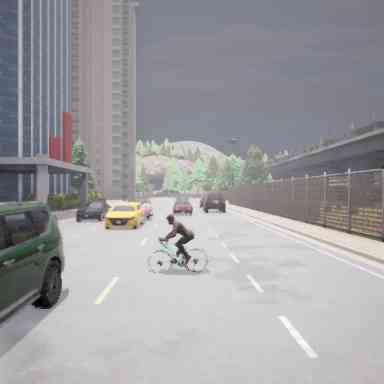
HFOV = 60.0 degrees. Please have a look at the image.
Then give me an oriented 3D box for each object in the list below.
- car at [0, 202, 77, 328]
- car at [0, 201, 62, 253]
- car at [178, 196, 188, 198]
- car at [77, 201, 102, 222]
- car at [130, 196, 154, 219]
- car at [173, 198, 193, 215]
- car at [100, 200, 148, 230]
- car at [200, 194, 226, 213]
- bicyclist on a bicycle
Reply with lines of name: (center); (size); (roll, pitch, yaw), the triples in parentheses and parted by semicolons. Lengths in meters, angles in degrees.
car: (-3.709, 1.220, 4.929); (2.150, 2.045, 5.566); (0, 0, -2)
car: (-7.511, 1.353, 14.461); (2.097, 1.767, 4.553); (0, 0, -2)
car: (-1.253, 1.352, 43.967); (2.097, 1.767, 4.553); (0, 0, -2)
car: (-7.812, 1.478, 26.915); (1.882, 1.535, 5.008); (0, 0, -2)
car: (-4.315, 1.161, 27.057); (2.097, 1.767, 4.553); (0, 0, -2)
car: (-0.922, 1.601, 33.572); (1.895, 1.301, 4.718); (0, 0, -2)
car: (-4.227, 1.478, 21.365); (1.882, 1.535, 5.008); (0, 0, -2)
car: (2.439, 1.222, 37.076); (2.150, 2.045, 5.566); (0, 0, -2)
bicyclist on a bicycle: (-0.401, 1.455, 9.143); (1.656, 1.620, 0.582); (-2, 0, -2)
